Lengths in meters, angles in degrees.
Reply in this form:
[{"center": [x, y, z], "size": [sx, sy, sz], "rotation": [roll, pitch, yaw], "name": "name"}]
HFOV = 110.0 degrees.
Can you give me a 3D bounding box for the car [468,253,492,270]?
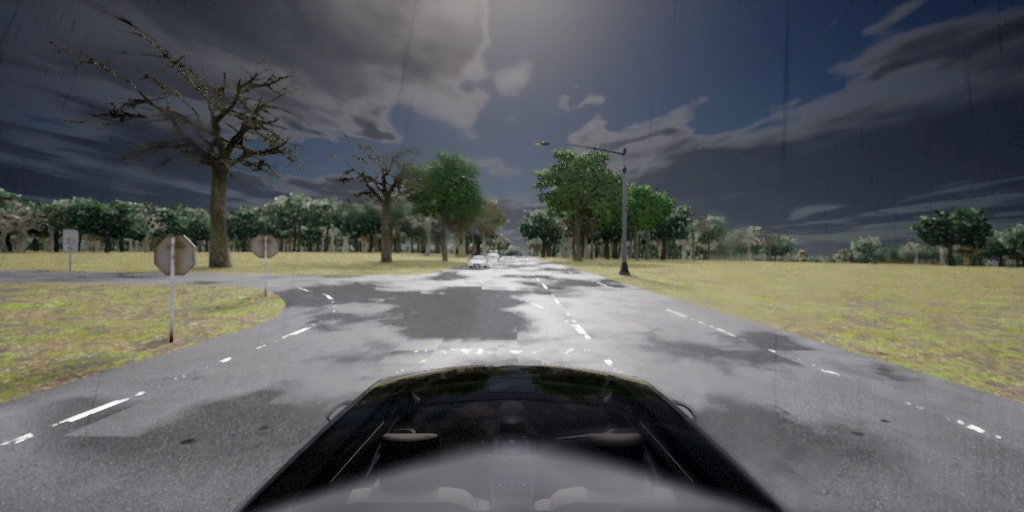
[{"center": [-3.513, 0.684, 38.428], "size": [1.812, 1.442, 4.674], "rotation": [0, 1, 0], "name": "car"}]
